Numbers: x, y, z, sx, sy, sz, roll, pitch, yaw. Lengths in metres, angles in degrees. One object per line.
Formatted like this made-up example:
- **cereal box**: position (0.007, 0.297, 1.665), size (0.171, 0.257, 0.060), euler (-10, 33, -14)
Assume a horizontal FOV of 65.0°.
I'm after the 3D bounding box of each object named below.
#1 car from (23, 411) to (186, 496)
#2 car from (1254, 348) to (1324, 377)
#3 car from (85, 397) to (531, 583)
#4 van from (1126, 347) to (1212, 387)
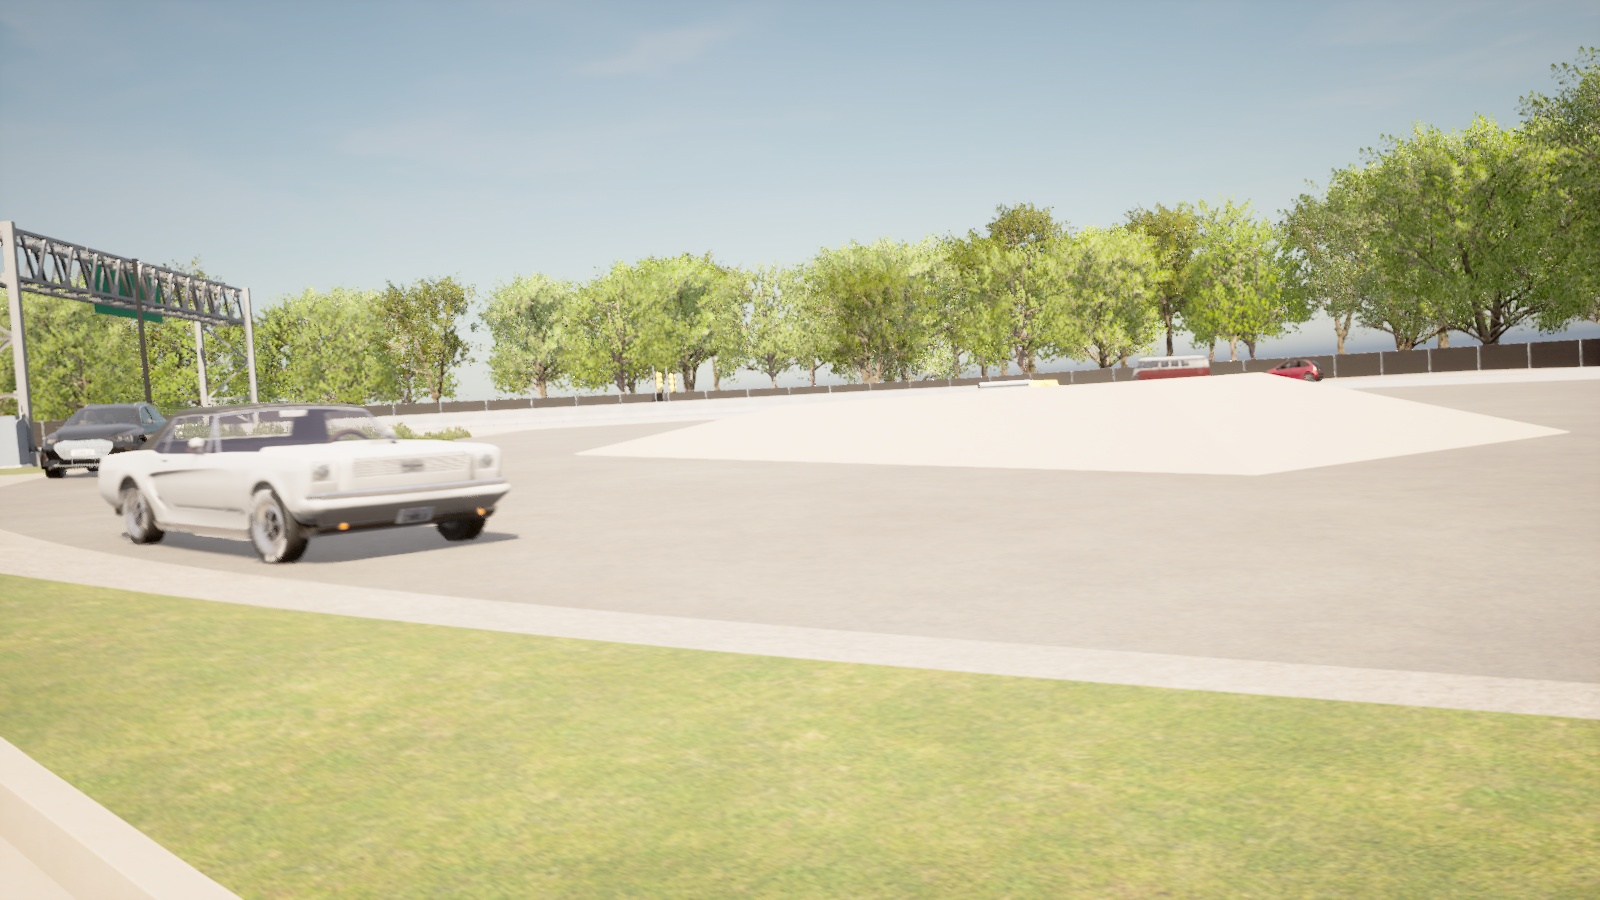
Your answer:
- **car**: position (-15.735, 0.015, 28.716), size (2.033, 1.649, 4.856), euler (-4, 2, -15)
- **car**: position (33.517, -5.980, 86.135), size (3.988, 1.617, 1.851), euler (-3, 4, 38)
- **car**: position (-4.671, 0.304, 11.514), size (4.718, 1.301, 1.895), euler (-1, 3, 43)
- **van**: position (21.453, -4.804, 73.125), size (4.442, 1.987, 1.775), euler (-4, 3, 5)
